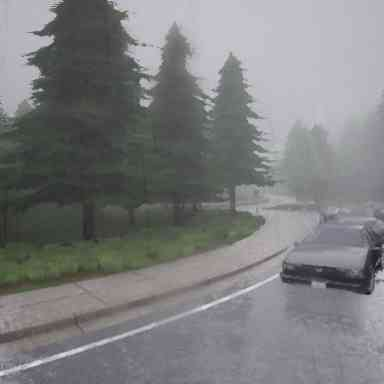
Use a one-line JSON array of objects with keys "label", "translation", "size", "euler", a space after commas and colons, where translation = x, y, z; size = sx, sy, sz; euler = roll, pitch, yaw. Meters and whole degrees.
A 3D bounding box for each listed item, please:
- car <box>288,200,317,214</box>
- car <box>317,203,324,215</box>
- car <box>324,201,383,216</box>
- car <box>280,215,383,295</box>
[{"label": "car", "translation": [13.400, 1.721, 39.897], "size": [1.882, 1.535, 5.008], "euler": [0, -1, -16]}, {"label": "car", "translation": [9.266, 1.593, 21.160], "size": [1.882, 1.535, 5.008], "euler": [-1, -1, 18]}, {"label": "car", "translation": [7.945, 1.436, 16.332], "size": [2.097, 1.767, 4.553], "euler": [-1, -1, 18]}, {"label": "car", "translation": [4.175, 1.600, 9.286], "size": [2.033, 1.411, 5.357], "euler": [-1, -1, 34]}]
